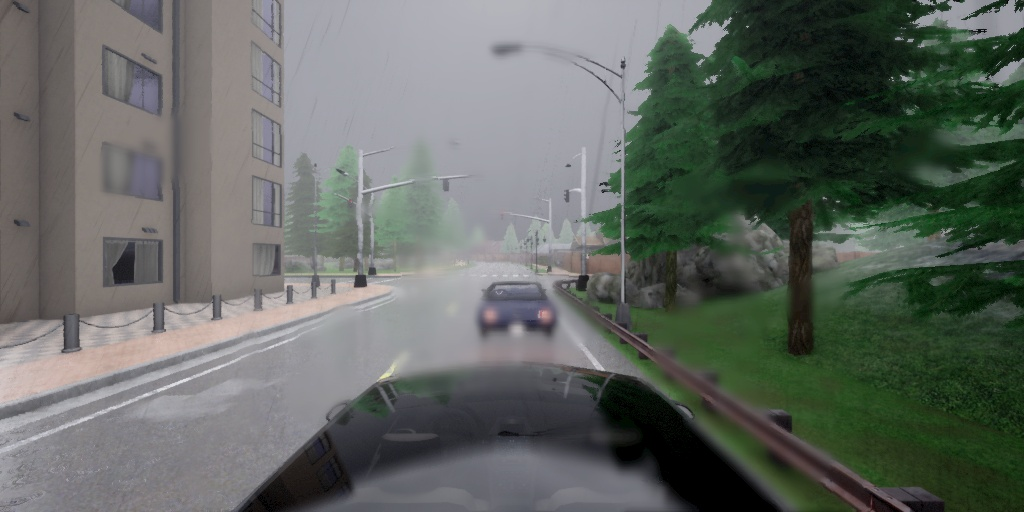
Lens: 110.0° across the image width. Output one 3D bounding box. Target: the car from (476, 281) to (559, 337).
[{"bbox_3d":[0.105,1.351,10.228,1.895,1.301,4.718,0,0,-1],"label":"car"}]
